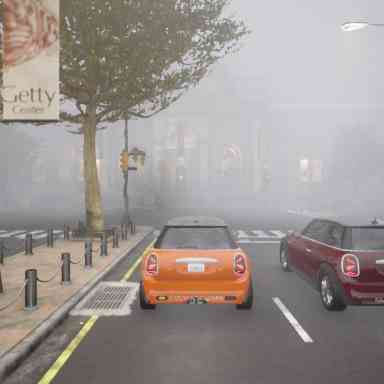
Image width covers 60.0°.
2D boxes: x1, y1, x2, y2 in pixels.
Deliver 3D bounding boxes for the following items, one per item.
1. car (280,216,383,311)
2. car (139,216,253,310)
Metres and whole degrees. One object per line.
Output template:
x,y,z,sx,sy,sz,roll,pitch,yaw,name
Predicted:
3.586,1.352,7.900,2.097,1.767,4.553,0,0,0,car
0.086,1.352,7.998,2.097,1.767,4.553,0,0,0,car
